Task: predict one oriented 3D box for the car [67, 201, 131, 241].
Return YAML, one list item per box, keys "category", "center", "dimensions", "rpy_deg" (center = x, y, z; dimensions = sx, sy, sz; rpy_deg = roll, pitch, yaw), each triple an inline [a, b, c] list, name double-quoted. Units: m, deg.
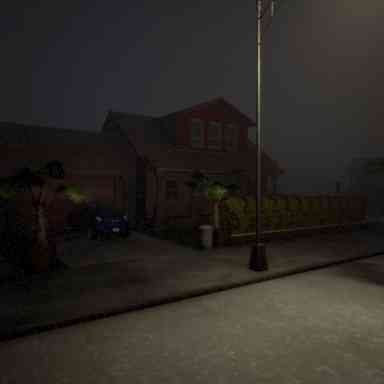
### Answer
- category: "car"
  center: [-4.112, 1.173, 14.536]
  dimensions: [1.845, 1.501, 3.633]
  rpy_deg: [0, 0, -38]
